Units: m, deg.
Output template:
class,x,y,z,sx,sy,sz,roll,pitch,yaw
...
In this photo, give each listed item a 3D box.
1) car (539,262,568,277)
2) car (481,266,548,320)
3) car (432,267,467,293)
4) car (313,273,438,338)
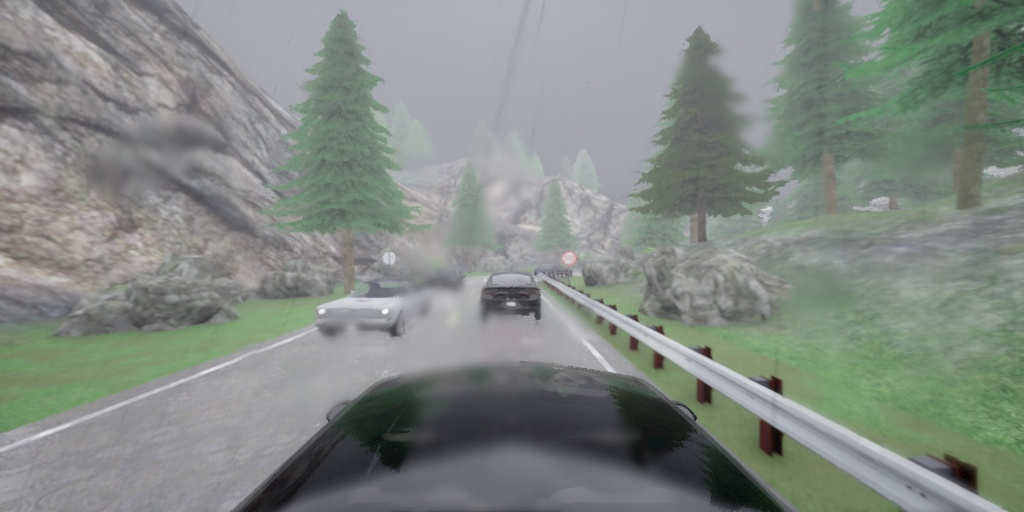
class,x,y,z,sx,sy,sz,roll,pitch,yaw
car,4.021,1.294,35.357,1.994,1.385,4.181,0,0,38
car,-0.042,1.222,12.666,1.882,1.535,5.008,0,0,-1
car,-3.836,1.343,20.970,1.895,1.301,4.718,0,0,0
car,-3.625,1.349,10.328,1.895,1.301,4.718,0,0,0
